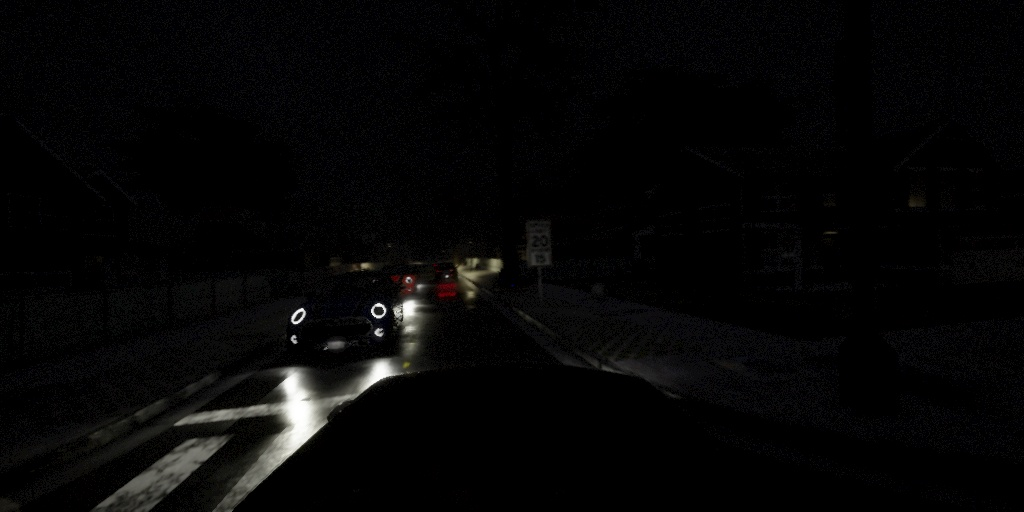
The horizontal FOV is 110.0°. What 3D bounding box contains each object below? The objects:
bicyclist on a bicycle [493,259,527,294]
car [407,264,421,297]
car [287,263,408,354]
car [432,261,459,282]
[{"bbox_3d":[-0.096,0.975,16.902,1.656,1.620,0.582,-2,0,-12],"label":"bicyclist on a bicycle"},{"bbox_3d":[-6.269,1.246,19.448,2.097,1.767,4.553,-2,0,-12],"label":"car"},{"bbox_3d":[-4.077,1.220,9.441,2.097,1.767,4.553,-2,0,-13],"label":"car"},{"bbox_3d":[-5.528,1.311,29.928,1.837,1.490,4.892,-2,0,-12],"label":"car"}]
